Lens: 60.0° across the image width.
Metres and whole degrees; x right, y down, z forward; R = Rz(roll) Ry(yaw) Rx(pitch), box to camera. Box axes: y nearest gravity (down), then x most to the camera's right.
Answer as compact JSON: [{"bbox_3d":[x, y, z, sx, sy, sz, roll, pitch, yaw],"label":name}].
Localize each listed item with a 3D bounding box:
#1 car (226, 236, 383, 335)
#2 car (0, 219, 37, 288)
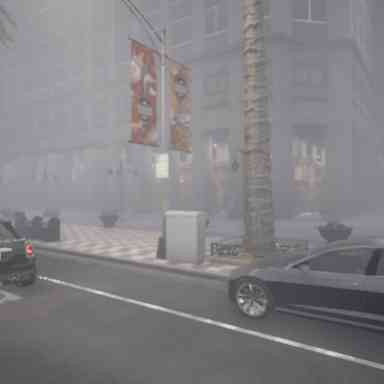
[{"bbox_3d":[2.889,1.517,5.728,4.786,1.482,2.161,0,0,35],"label":"car"},{"bbox_3d":[-5.850,1.391,8.160,4.553,1.767,2.097,0,0,36],"label":"car"}]
